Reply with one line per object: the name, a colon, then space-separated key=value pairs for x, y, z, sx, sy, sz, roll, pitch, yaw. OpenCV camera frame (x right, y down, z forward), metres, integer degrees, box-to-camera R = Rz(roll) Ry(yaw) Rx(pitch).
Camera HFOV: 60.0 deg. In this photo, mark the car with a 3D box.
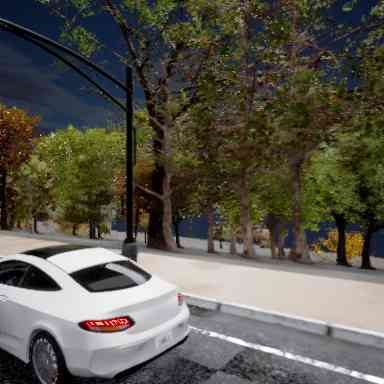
car: x=-2.197 y=1.581 z=5.269 sx=4.674 sy=1.442 sz=1.812 roll=-1 pitch=0 yaw=36
